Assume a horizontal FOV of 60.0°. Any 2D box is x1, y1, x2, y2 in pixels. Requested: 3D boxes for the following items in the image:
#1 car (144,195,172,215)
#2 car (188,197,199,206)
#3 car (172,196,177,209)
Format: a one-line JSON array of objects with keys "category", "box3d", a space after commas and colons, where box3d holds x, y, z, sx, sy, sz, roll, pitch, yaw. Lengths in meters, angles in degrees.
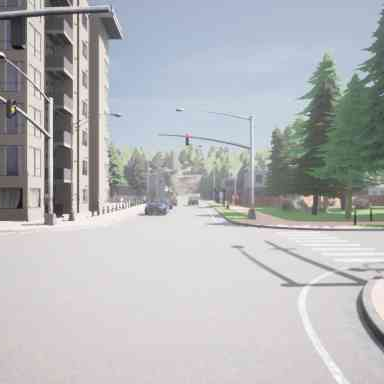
[{"category": "car", "box3d": [-3.455, 1.352, 33.300, 2.097, 1.767, 4.553, 0, 0, 0]}, {"category": "car", "box3d": [0.225, 1.547, 55.778, 2.033, 1.411, 5.357, 0, 0, 0]}, {"category": "car", "box3d": [-3.413, 1.491, 42.518, 2.128, 1.511, 4.902, 0, 0, 1]}]
